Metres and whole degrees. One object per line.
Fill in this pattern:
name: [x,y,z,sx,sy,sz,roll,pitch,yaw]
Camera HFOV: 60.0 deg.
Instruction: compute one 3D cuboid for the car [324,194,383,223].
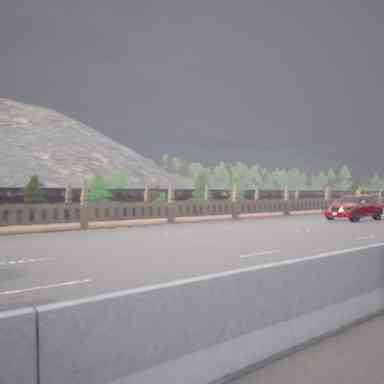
car: [12.635,1.214,25.836,5.566,2.045,2.150,0,0,-35]
